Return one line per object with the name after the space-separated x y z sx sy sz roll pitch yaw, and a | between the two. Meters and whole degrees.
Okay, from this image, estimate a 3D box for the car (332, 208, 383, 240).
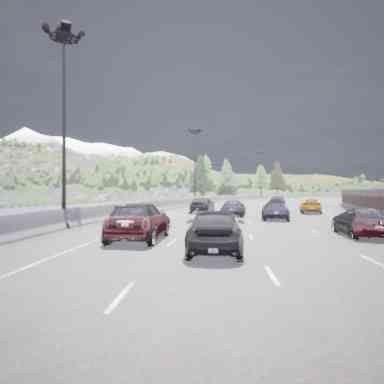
8.408 1.497 16.450 1.994 1.385 4.181 0 0 8 | car

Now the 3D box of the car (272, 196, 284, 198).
10.863 1.324 41.936 1.837 1.490 4.892 0 -1 18 | car

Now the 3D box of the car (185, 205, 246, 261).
0.838 1.452 12.091 1.837 1.490 4.892 0 0 5 | car

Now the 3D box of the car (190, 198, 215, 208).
1.076 1.360 33.516 1.837 1.490 4.892 0 0 14 | car

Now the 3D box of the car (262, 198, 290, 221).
6.535 1.454 26.125 1.994 1.385 4.181 0 0 11 | car

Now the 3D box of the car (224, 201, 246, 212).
3.718 1.438 29.584 1.994 1.385 4.181 0 0 13 | car

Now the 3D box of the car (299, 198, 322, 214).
11.996 1.338 33.790 1.882 1.535 5.008 0 0 15 | car

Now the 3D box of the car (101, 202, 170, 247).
-2.344 1.286 14.948 2.097 1.767 4.553 0 0 6 | car
